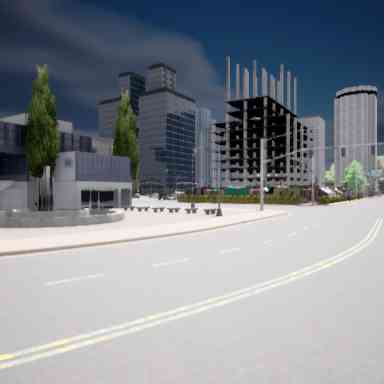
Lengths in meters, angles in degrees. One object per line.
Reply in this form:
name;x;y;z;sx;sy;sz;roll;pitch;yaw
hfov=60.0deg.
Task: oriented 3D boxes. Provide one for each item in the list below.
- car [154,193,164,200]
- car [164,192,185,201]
car;-6.728;1.109;82.023;1.905;1.878;3.866;0;0;33
car;-4.302;1.349;80.443;1.970;1.475;3.806;0;0;33
